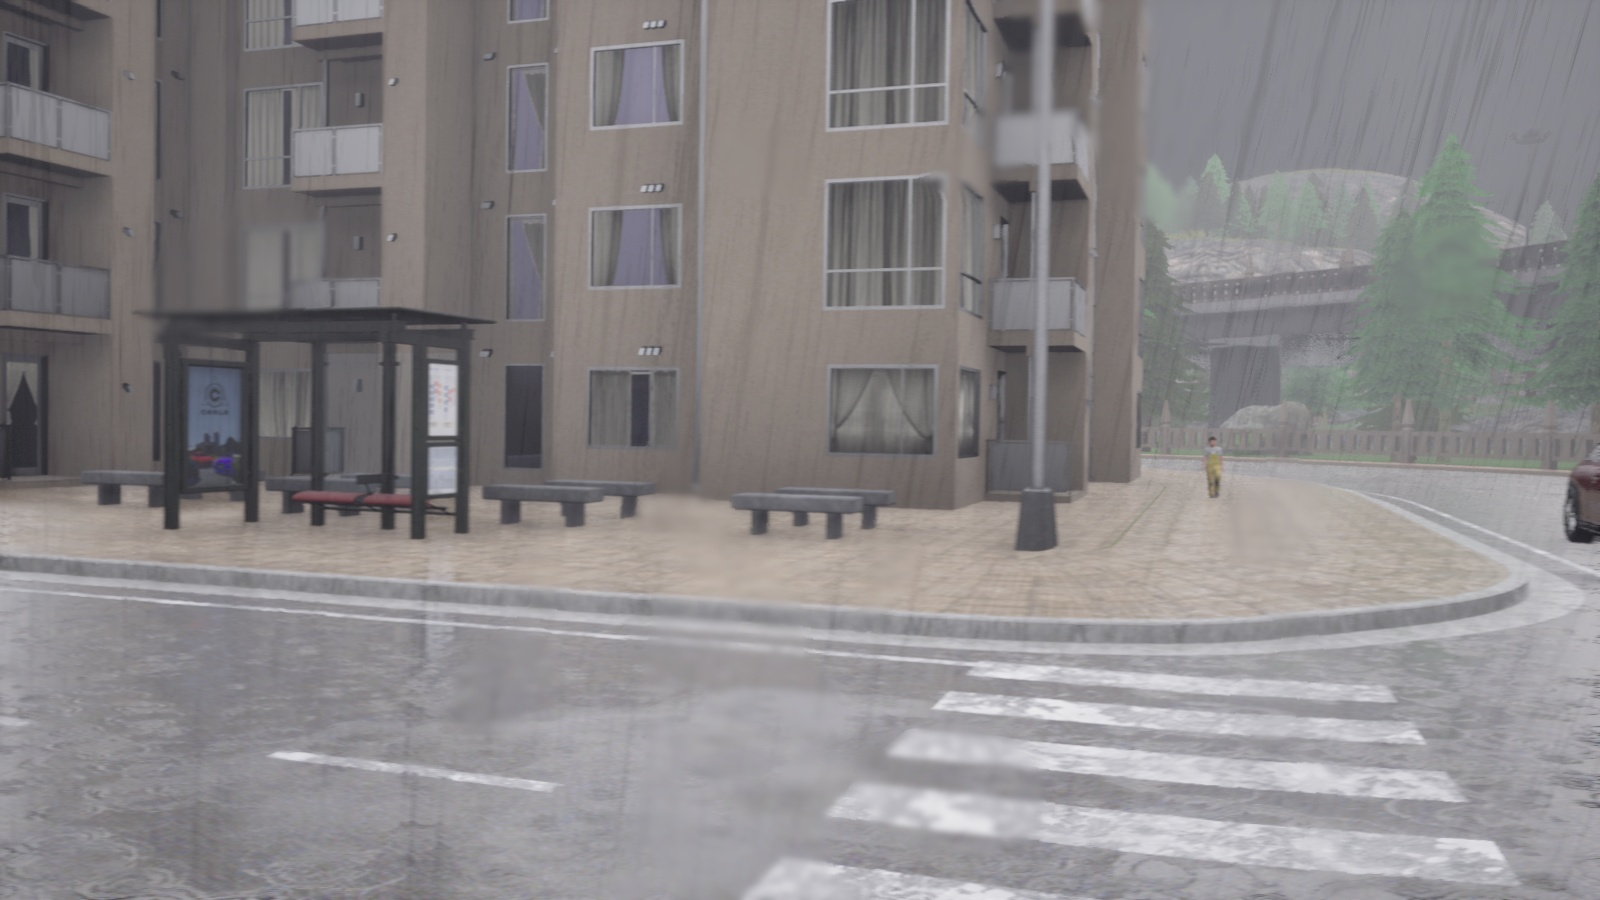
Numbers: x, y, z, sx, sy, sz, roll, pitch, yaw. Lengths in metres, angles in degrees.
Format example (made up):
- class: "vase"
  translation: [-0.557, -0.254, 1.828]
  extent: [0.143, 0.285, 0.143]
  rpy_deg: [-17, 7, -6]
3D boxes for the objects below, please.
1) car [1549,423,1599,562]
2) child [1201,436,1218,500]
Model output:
- class: "car"
  translation: [11.271, 0.563, 15.888]
  extent: [2.097, 1.767, 4.553]
  rpy_deg: [2, 1, 18]
- class: "child"
  translation: [8.193, 0.359, 25.120]
  extent: [0.270, 1.263, 0.437]
  rpy_deg: [2, 1, 16]
